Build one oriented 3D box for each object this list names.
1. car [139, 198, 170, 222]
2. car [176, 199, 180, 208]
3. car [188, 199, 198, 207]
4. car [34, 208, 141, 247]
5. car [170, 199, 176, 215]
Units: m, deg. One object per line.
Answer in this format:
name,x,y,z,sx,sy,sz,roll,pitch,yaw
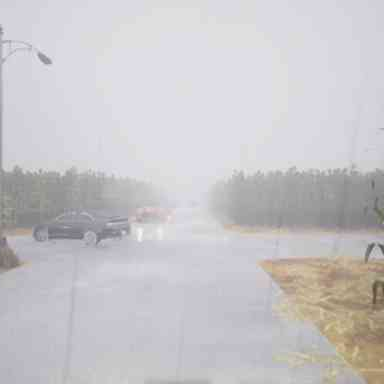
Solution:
car,-3.181,1.453,27.091,2.097,1.767,4.553,0,0,0
car,-3.163,1.739,46.181,1.994,1.385,4.181,0,-1,0
car,0.139,2.134,65.313,2.033,1.411,5.357,0,-1,0
car,-5.168,1.596,15.446,4.902,1.511,2.128,-1,-1,25
car,-3.175,1.472,35.861,2.097,1.767,4.553,0,0,0
